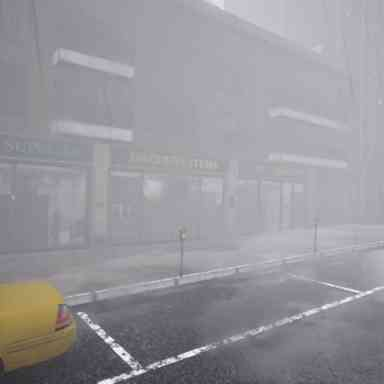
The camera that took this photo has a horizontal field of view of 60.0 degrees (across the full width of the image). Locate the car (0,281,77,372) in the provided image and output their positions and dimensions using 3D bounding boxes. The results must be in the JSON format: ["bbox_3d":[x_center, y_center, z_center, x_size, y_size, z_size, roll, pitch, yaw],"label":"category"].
[{"bbox_3d":[-3.763,1.525,3.386,4.829,1.417,1.752,0,2,-35],"label":"car"}]
